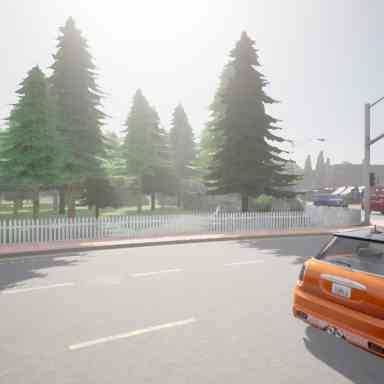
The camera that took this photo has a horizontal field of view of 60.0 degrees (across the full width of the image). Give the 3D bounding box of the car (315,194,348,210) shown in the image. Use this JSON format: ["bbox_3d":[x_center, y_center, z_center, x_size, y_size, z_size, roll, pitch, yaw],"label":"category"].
[{"bbox_3d":[17.999,1.277,43.463,2.150,2.045,5.566,0,0,-8],"label":"car"}]

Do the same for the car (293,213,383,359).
[{"bbox_3d":[3.939,1.352,5.443,4.553,1.767,2.097,0,0,-26],"label":"car"}]

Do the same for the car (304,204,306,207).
[{"bbox_3d":[16.654,1.581,53.661,1.812,1.442,4.674,0,0,-7],"label":"car"}]

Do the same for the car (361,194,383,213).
[{"bbox_3d":[19.364,1.277,33.197,2.150,2.045,5.566,0,0,-8],"label":"car"}]
